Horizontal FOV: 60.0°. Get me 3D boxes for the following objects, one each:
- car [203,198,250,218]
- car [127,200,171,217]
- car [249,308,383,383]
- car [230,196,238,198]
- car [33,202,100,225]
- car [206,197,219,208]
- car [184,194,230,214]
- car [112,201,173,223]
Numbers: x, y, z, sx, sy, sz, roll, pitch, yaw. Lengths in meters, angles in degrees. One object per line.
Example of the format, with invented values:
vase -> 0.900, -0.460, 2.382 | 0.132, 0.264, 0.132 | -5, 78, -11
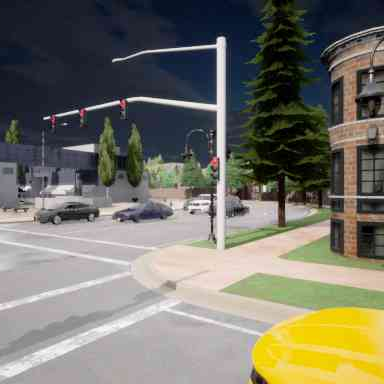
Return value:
car -> 3.400, 1.547, 29.933 | 2.033, 1.411, 5.357 | 0, 0, 32
car -> -4.072, 1.564, 31.806 | 1.994, 1.385, 4.181 | 0, 0, 31
car -> 2.768, 1.478, 1.994 | 5.008, 1.535, 1.882 | 0, 0, 36
car -> 5.289, 1.352, 43.744 | 2.097, 1.767, 4.553 | 0, 0, 14
car -> -9.081, 1.505, 24.431 | 1.837, 1.490, 4.892 | 0, 0, 35
car -> 3.142, 1.526, 50.288 | 1.812, 1.442, 4.674 | 0, 0, 6
car -> 1.676, 1.222, 34.474 | 2.150, 2.045, 5.566 | 0, 0, 28
car -> -3.697, 1.547, 25.974 | 2.033, 1.411, 5.357 | 0, 0, 35
